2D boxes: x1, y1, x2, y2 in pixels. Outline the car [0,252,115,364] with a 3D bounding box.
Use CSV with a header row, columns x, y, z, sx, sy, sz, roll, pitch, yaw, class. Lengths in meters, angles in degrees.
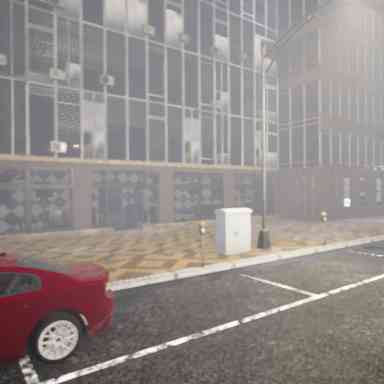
x,y,z,sx,sy,sz,roll,pitch,yaw,class
-3.261,1.547,4.236,4.507,1.381,1.887,0,0,-36,car
